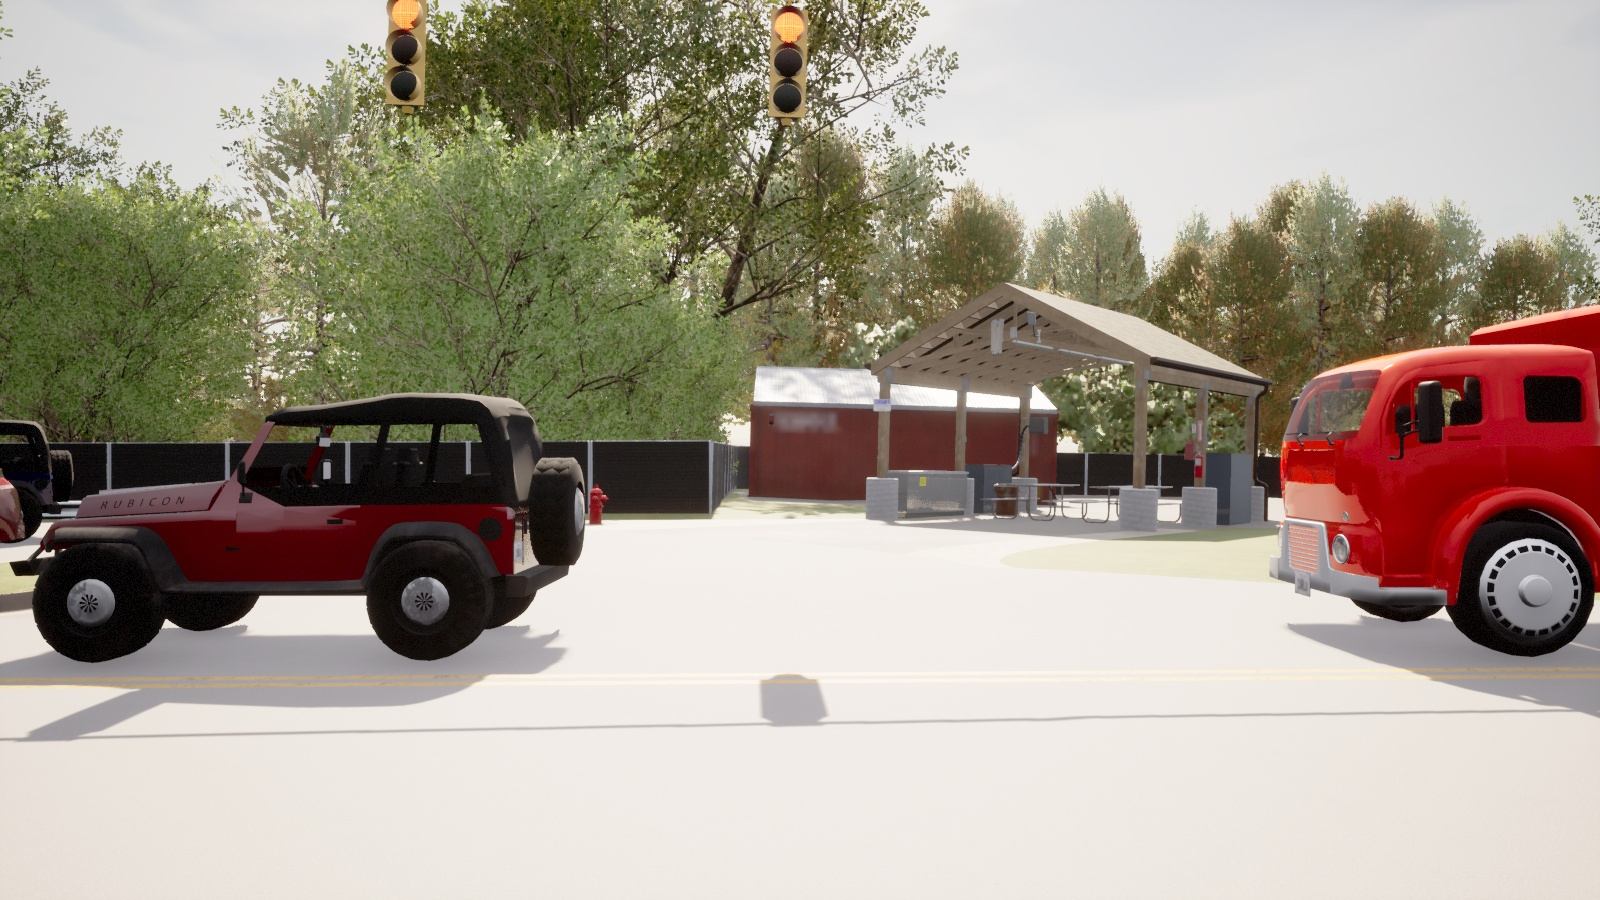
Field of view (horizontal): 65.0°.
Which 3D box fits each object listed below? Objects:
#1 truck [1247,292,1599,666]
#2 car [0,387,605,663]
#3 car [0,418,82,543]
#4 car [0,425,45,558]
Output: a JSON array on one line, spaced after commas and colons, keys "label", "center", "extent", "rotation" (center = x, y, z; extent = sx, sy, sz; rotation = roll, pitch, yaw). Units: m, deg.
[{"label": "truck", "center": [6.484, 0.191, 9.585], "extent": [5.204, 2.467, 2.627], "rotation": [0, 0, 1]}, {"label": "car", "center": [-3.577, 0.518, 9.586], "extent": [3.866, 1.878, 1.905], "rotation": [0, 0, 0]}, {"label": "car", "center": [-13.277, 0.428, 19.139], "extent": [3.866, 1.878, 1.905], "rotation": [1, 1, -36]}, {"label": "car", "center": [-12.019, 0.471, 14.677], "extent": [2.152, 1.651, 5.027], "rotation": [1, 0, 41]}]
